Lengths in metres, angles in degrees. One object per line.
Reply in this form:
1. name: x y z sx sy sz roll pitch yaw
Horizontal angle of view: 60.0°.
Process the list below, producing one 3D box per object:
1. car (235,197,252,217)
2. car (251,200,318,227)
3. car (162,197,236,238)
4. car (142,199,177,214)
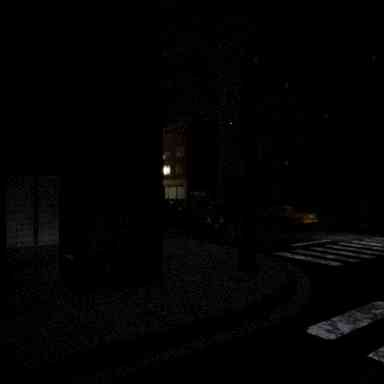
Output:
1. car: 2.971 1.312 27.184 2.192 1.841 5.009 0 0 -35
2. car: 6.162 1.529 22.694 1.752 1.417 4.829 0 0 -35
3. car: -0.284 1.284 17.912 2.192 1.841 5.009 0 0 -35
4. car: -3.611 1.529 36.441 1.887 1.381 4.507 0 0 -35
